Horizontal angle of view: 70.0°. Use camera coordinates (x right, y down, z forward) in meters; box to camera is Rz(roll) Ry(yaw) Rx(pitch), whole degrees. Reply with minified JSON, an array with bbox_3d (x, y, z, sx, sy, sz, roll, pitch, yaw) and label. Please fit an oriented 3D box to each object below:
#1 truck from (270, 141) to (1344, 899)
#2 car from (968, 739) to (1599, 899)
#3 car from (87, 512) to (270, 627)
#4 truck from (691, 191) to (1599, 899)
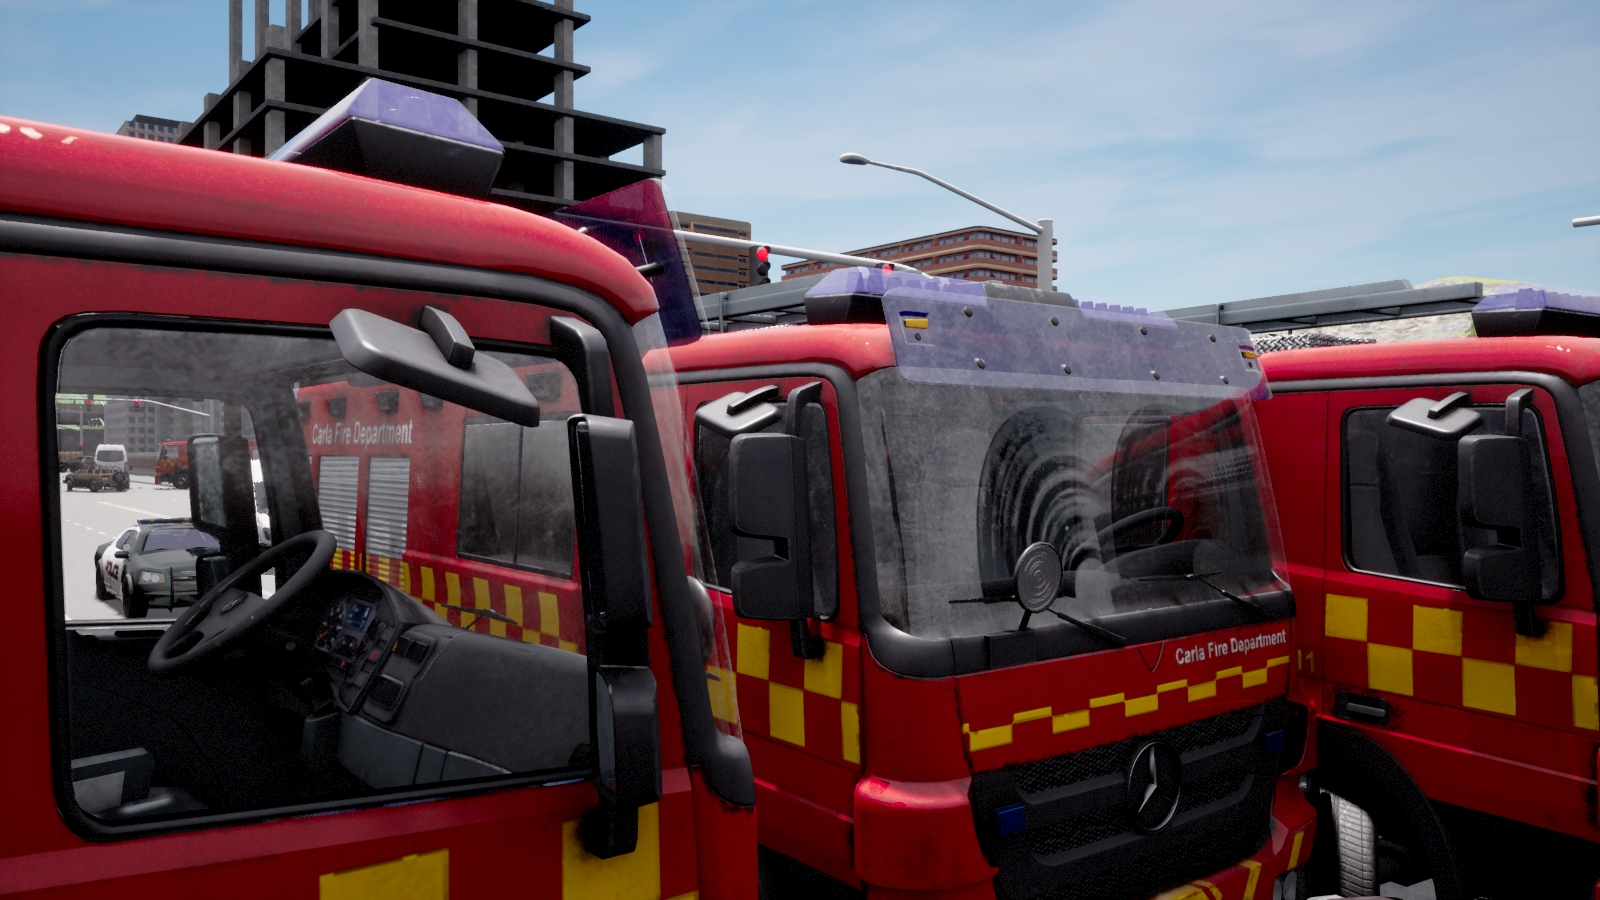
[{"bbox_3d":[-1.099,0.890,8.003,2.891,3.827,8.468,0,0,-38],"label":"truck"},{"bbox_3d":[2.437,2.065,3.109,1.970,1.475,3.806,0,0,-30],"label":"car"},{"bbox_3d":[-11.386,2.037,20.746,2.038,1.542,4.974,0,0,-39],"label":"car"},{"bbox_3d":[2.348,0.890,8.605,2.891,3.827,8.468,0,0,-31],"label":"truck"}]
